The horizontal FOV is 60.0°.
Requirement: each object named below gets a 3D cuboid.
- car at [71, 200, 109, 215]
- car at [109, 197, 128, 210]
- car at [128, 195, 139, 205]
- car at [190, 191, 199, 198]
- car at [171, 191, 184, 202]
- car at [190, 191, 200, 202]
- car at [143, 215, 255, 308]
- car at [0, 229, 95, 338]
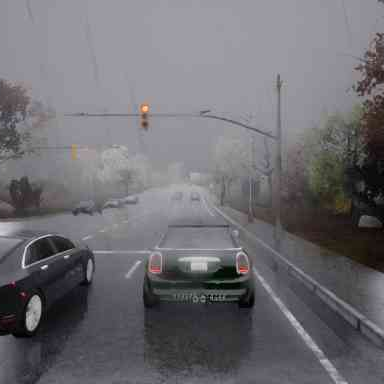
[{"bbox_3d":[-10.368,1.547,33.641,2.033,1.411,5.357,0,0,1],"label":"car"},{"bbox_3d":[-10.260,1.564,43.923,1.994,1.385,4.181,0,0,1],"label":"car"},{"bbox_3d":[-10.148,1.375,55.891,1.882,1.535,5.008,0,2,1],"label":"car"},{"bbox_3d":[0.605,0.516,75.115,2.033,1.411,5.357,0,3,1],"label":"car"},{"bbox_3d":[-2.988,1.070,64.572,2.033,1.411,5.357,0,3,1],"label":"car"},{"bbox_3d":[0.613,1.053,64.858,2.033,1.411,5.357,0,3,1],"label":"car"},{"bbox_3d":[0.142,1.352,8.092,2.097,1.767,4.553,0,0,0],"label":"car"},{"bbox_3d":[-3.378,1.505,6.591,1.837,1.490,4.892,0,0,0],"label":"car"}]
